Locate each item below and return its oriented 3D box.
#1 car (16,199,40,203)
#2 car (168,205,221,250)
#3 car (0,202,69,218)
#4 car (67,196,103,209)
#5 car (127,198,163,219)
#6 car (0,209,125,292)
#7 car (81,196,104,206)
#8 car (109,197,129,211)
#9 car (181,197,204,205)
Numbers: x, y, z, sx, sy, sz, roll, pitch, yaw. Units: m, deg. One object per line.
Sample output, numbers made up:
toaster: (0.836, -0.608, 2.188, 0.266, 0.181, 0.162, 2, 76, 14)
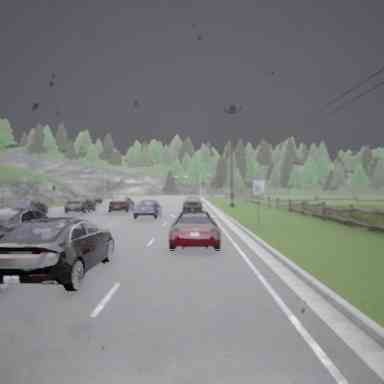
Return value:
car: (-13.950, 1.323, 28.561, 1.994, 1.385, 4.181, 0, 1, 1)
car: (0.101, 1.447, 13.675, 1.994, 1.385, 4.181, 0, 0, 0)
car: (-6.900, 1.393, 13.350, 1.837, 1.490, 4.892, 0, 1, 0)
car: (-10.430, 1.228, 31.402, 2.128, 1.511, 4.902, 0, 1, 0)
car: (-3.469, 1.322, 26.658, 2.033, 1.411, 5.357, 0, 1, 1)
car: (-3.399, 1.418, 8.701, 2.128, 1.511, 4.902, 0, 1, 0)
car: (-13.909, 1.207, 46.694, 1.895, 1.301, 4.718, 0, 1, 0)
car: (-6.921, 1.197, 33.255, 1.882, 1.535, 5.008, 0, 1, 0)
car: (0.071, 1.241, 31.397, 1.837, 1.490, 4.892, 0, 1, 0)
